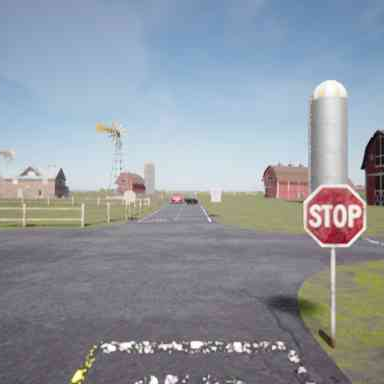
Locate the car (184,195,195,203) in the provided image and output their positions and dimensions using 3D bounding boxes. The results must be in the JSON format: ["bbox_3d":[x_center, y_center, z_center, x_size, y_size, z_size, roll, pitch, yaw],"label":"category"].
[{"bbox_3d":[-0.632,1.438,71.480,1.882,1.535,5.008,0,0,-6],"label":"car"}]

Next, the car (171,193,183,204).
[{"bbox_3d":[-2.912,1.207,65.441,2.150,2.045,5.566,0,0,-2],"label":"car"}]

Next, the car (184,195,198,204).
[{"bbox_3d":[0.020,1.470,61.370,1.882,1.535,5.008,0,0,-2],"label":"car"}]
